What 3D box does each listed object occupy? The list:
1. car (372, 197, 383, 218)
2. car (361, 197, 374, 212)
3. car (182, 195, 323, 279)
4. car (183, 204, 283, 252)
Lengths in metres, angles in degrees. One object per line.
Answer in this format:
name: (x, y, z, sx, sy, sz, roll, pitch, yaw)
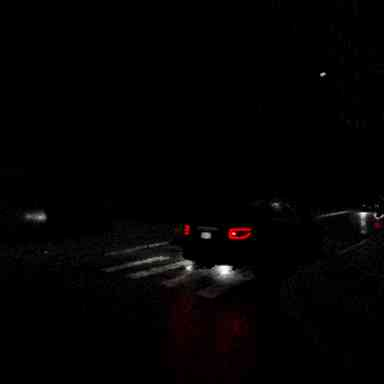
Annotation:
car: (16.392, 1.301, 27.060, 1.812, 1.442, 4.674, -1, 0, 40)
car: (19.262, 1.297, 35.019, 1.837, 1.490, 4.892, -1, -1, 40)
car: (2.060, 1.113, 9.999, 2.150, 2.045, 5.566, -1, 0, 40)
car: (2.001, 1.394, 14.524, 1.882, 1.535, 5.008, -1, 0, 40)
